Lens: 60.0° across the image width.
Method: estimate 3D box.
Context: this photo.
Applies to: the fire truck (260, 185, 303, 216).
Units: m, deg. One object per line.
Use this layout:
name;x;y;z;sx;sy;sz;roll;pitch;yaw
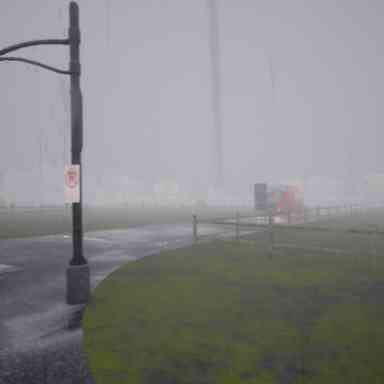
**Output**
fire truck;11.764;1.075;43.251;2.891;3.827;8.468;-2;-2;36
